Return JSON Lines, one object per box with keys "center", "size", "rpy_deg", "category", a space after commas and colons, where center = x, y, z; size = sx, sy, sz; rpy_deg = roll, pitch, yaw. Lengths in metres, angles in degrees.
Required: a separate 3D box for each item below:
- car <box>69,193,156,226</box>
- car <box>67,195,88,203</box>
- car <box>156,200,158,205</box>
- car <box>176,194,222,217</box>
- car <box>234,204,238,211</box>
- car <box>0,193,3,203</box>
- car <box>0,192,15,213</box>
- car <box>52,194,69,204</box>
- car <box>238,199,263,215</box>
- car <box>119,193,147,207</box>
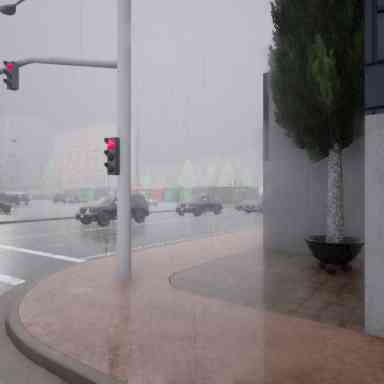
{"center": [-5.479, 1.221, 23.733], "size": [2.150, 2.045, 5.566], "rpy_deg": [0, 0, 36], "category": "car"}
{"center": [-21.366, 1.364, 62.171], "size": [3.905, 1.438, 1.784], "rpy_deg": [0, 0, 35], "category": "car"}
{"center": [-7.119, 1.395, 52.067], "size": [3.806, 1.475, 1.970], "rpy_deg": [0, 0, 35], "category": "car"}
{"center": [0.797, 1.222, 32.131], "size": [2.150, 2.045, 5.566], "rpy_deg": [0, 0, 37], "category": "car"}
{"center": [7.203, 1.547, 40.640], "size": [2.033, 1.411, 5.357], "rpy_deg": [0, 0, 37], "category": "car"}
{"center": [-38.588, 1.153, 64.051], "size": [4.605, 1.855, 1.932], "rpy_deg": [0, 0, 35], "category": "car"}
{"center": [-20.145, 1.156, 33.698], "size": [3.866, 1.878, 1.905], "rpy_deg": [0, 0, 35], "category": "car"}
{"center": [-23.097, 1.153, 59.848], "size": [4.605, 1.855, 1.932], "rpy_deg": [0, 0, 35], "category": "car"}
{"center": [7.239, 1.547, 34.547], "size": [2.033, 1.411, 5.357], "rpy_deg": [0, 0, 37], "category": "car"}
{"center": [-8.805, 1.156, 49.713], "size": [3.866, 1.878, 1.905], "rpy_deg": [0, 0, 35], "category": "car"}
